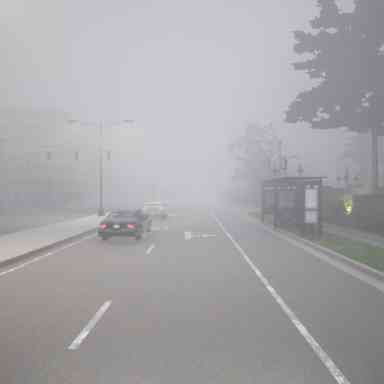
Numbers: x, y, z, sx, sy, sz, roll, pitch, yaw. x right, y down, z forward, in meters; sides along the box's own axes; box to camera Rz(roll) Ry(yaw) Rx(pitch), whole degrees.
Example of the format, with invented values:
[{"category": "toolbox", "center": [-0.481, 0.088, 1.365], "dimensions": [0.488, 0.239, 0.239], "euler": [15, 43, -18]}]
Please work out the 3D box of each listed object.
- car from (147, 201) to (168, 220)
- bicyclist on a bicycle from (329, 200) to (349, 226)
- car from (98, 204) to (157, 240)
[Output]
[{"category": "car", "center": [-3.147, 1.526, 28.483], "dimensions": [1.812, 1.442, 4.674], "euler": [0, 0, 1]}, {"category": "bicyclist on a bicycle", "center": [8.949, 1.288, 20.140], "dimensions": [1.656, 1.620, 0.582], "euler": [2, -1, -23]}, {"category": "car", "center": [-3.252, 1.546, 16.977], "dimensions": [2.033, 1.411, 5.357], "euler": [0, 0, 1]}]
